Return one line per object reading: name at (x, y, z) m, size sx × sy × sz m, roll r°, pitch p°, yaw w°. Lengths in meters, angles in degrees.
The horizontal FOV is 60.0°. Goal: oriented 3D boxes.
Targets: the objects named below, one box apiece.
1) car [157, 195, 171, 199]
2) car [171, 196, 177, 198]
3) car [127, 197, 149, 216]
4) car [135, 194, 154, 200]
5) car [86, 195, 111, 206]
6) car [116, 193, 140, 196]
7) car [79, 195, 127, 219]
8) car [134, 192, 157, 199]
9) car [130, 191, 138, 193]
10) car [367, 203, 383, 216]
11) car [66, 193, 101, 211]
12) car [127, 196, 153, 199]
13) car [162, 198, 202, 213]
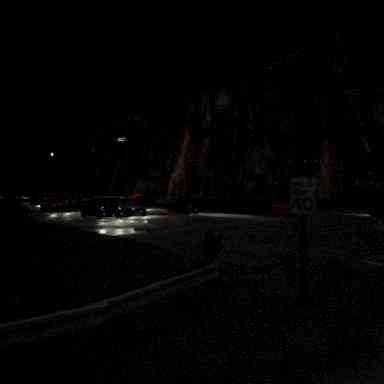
car at (-7.444, 1.310, 71.733) m, size 1.882 × 1.535 × 5.008 m, roll 0°, pitch 1°, yaw -41°
car at (-5.095, 1.428, 74.366) m, size 1.895 × 1.301 × 4.718 m, roll 0°, pitch 1°, yaw -41°
car at (-6.324, 1.556, 32.983) m, size 1.812 × 1.442 × 4.674 m, roll 0°, pitch 0°, yaw -41°
car at (-11.636, 1.183, 81.890) m, size 2.033 × 1.411 × 5.357 m, roll 0°, pitch 1°, yaw -41°
car at (-15.154, 1.399, 53.810) m, size 1.882 × 1.535 × 5.008 m, roll 0°, pitch 1°, yaw -41°
car at (-12.996, 1.389, 67.450) m, size 1.994 × 1.385 × 4.181 m, roll 0°, pitch 1°, yaw -41°
car at (-8.079, 1.383, 29.680) m, size 2.097 × 1.767 × 4.553 m, roll 0°, pitch 0°, yaw -41°
car at (-10.084, 1.329, 69.435) m, size 1.837 × 1.490 × 4.892 m, roll 0°, pitch 1°, yaw -41°
car at (-14.294, 0.865, 79.613) m, size 2.150 × 2.045 × 5.566 m, roll 0°, pitch 1°, yaw -41°
car at (18.199, 1.609, 30.331) m, size 1.994 × 1.385 × 4.181 m, roll 0°, pitch 0°, yaw -17°
car at (-13.582, 1.221, 41.300) m, size 2.150 × 2.045 × 5.566 m, roll 0°, pitch 0°, yaw -41°
car at (-7.587, 1.573, 45.071) m, size 1.994 × 1.385 × 4.181 m, roll 0°, pitch 0°, yaw -42°
car at (-1.019, 1.636, 37.548) m, size 1.895 × 1.301 × 4.718 m, roll 0°, pitch 0°, yaw -41°
